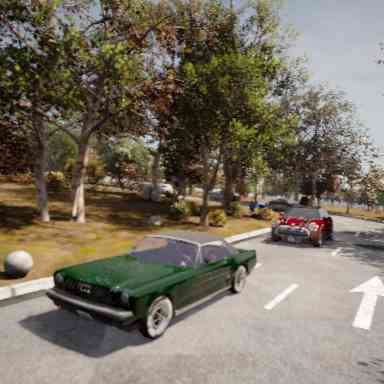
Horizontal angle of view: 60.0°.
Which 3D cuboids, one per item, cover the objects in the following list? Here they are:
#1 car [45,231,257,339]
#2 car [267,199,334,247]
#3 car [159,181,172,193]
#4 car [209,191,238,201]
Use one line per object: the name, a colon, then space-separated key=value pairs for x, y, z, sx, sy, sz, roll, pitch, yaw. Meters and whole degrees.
car: x=-0.388 y=1.538 z=6.750 sx=1.895 sy=1.301 sz=4.718 roll=3 pitch=1 yaw=32
car: x=5.398 y=1.449 z=15.962 sx=2.097 sy=1.767 sz=4.553 roll=3 pitch=1 yaw=32
car: x=-5.491 y=-0.872 z=48.146 sx=5.566 sy=2.045 sz=2.150 roll=7 pitch=2 yaw=34
car: x=3.692 y=0.530 z=42.049 sx=4.181 sy=1.385 sz=1.994 roll=7 pitch=2 yaw=34
